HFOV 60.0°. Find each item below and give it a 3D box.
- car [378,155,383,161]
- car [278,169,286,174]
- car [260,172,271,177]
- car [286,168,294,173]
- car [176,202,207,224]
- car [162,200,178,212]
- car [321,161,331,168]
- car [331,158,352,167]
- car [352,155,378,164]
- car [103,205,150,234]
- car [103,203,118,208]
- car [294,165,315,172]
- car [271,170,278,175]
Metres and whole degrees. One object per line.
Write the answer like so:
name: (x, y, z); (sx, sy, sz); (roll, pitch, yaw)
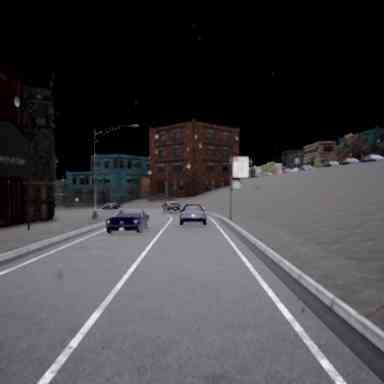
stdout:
car: (22.443, -3.754, 34.982); (2.097, 1.535, 5.008); (0, 1, -4)
car: (21.243, -4.408, 73.681); (2.185, 1.767, 4.553); (0, 1, -1)
car: (20.880, -4.447, 90.215); (2.231, 1.521, 4.892); (0, 1, -1)
car: (21.367, -4.178, 68.009); (2.002, 1.452, 4.674); (0, 1, -1)
car: (0.049, 1.638, 25.162); (1.994, 1.385, 4.181); (0, -1, -1)
car: (-2.768, 1.898, 44.163); (1.837, 1.490, 4.892); (0, -1, -16)
car: (21.727, -4.026, 51.578); (2.231, 1.521, 4.892); (0, 1, -1)
car: (21.856, -3.949, 46.061); (2.231, 1.521, 4.892); (0, 1, -1)
car: (22.090, -3.814, 40.519); (2.002, 1.452, 4.674); (0, 1, -3)
car: (-3.626, 1.627, 19.354); (1.895, 1.301, 4.718); (0, 0, 0)
car: (-14.377, 2.622, 60.082); (2.033, 1.411, 5.357); (-1, -2, -34)
car: (21.487, -4.281, 62.515); (2.185, 1.767, 4.553); (0, 1, -1)
car: (21.122, -4.467, 79.200); (2.185, 1.767, 4.553); (0, 1, -1)
